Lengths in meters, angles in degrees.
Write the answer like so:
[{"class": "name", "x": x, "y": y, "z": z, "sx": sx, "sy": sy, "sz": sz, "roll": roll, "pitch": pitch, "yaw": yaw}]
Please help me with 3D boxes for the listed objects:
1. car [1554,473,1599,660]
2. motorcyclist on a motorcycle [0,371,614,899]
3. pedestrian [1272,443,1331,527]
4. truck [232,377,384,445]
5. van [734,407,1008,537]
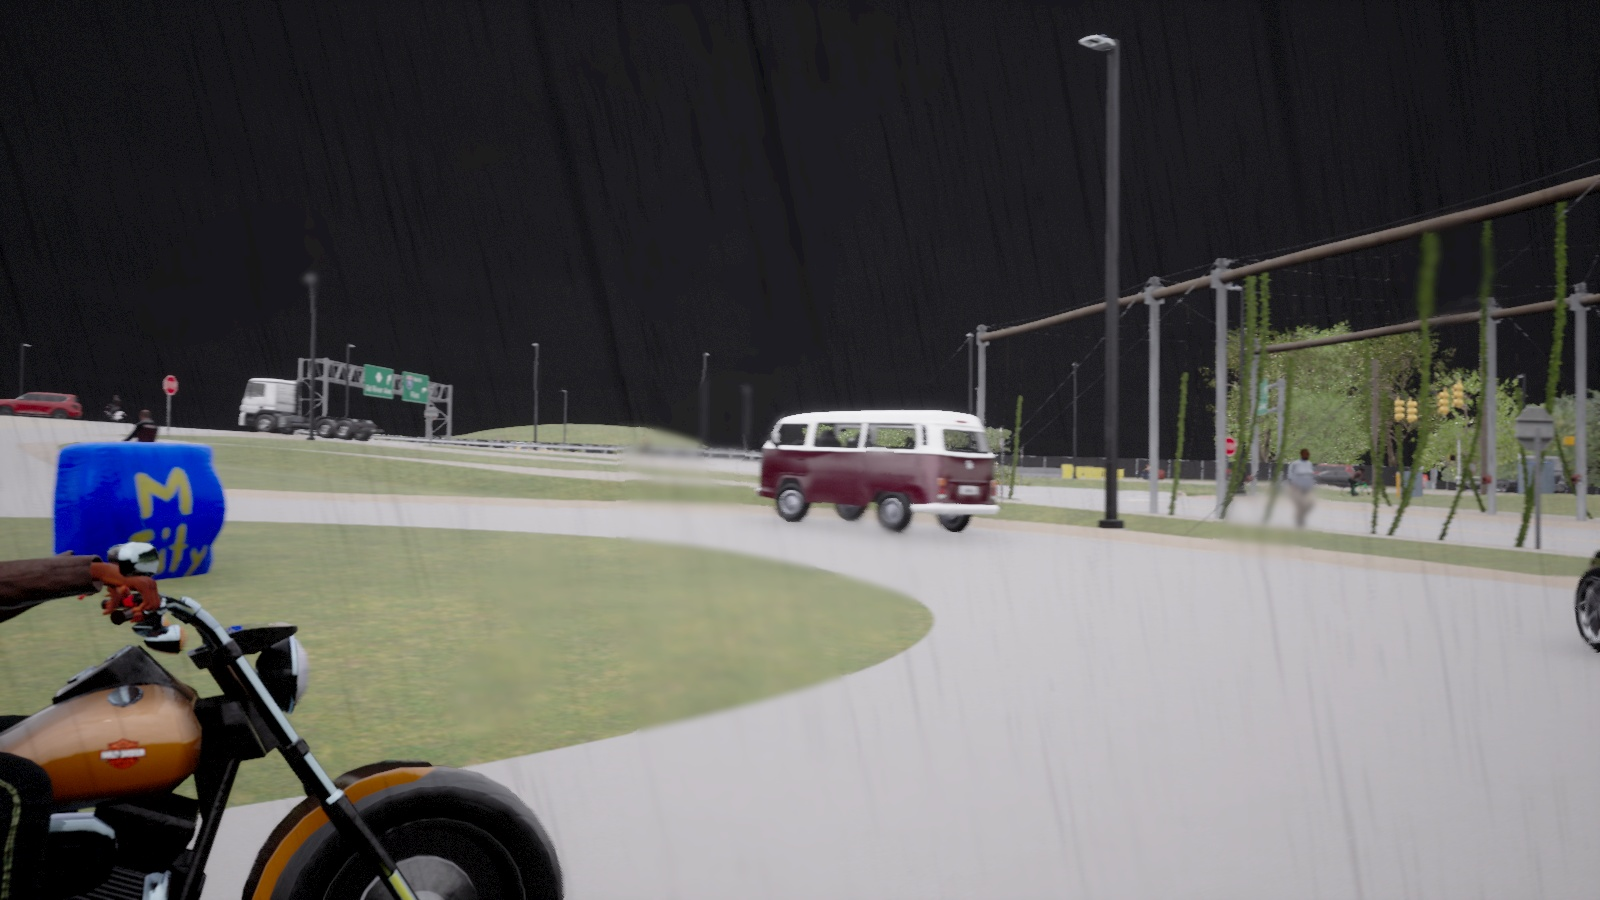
[{"class": "car", "x": 6.693, "y": 0.882, "z": 8.335, "sx": 1.994, "sy": 1.385, "sz": 4.181, "roll": 1, "pitch": 0, "yaw": 18}, {"class": "motorcyclist on a motorcycle", "x": -1.645, "y": 0.683, "z": 2.682, "sx": 2.350, "sy": 1.649, "sz": 0.766, "roll": 0, "pitch": -1, "yaw": -23}, {"class": "pedestrian", "x": 11.242, "y": 0.785, "z": 28.171, "sx": 0.874, "sy": 1.855, "sz": 0.900, "roll": 1, "pitch": -2, "yaw": -15}, {"class": "truck", "x": -29.971, "y": -2.368, "z": 76.647, "sx": 7.936, "sy": 3.462, "sz": 2.891, "roll": 4, "pitch": -1, "yaw": 7}, {"class": "van", "x": 1.147, "y": 0.329, "z": 21.918, "sx": 2.069, "sy": 2.038, "sz": 4.480, "roll": 3, "pitch": -1, "yaw": -44}]
